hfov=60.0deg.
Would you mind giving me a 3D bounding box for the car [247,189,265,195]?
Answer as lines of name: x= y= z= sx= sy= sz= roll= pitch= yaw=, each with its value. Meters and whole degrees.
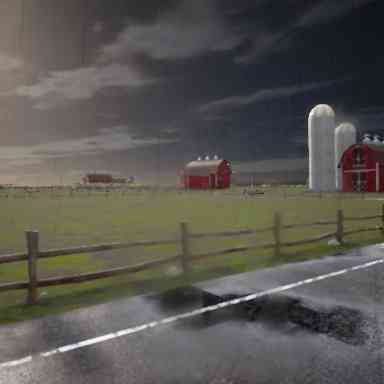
car: x=14.145 y=-0.018 z=73.690 sx=1.994 sy=1.385 sz=4.181 roll=-2 pitch=2 yaw=-36
